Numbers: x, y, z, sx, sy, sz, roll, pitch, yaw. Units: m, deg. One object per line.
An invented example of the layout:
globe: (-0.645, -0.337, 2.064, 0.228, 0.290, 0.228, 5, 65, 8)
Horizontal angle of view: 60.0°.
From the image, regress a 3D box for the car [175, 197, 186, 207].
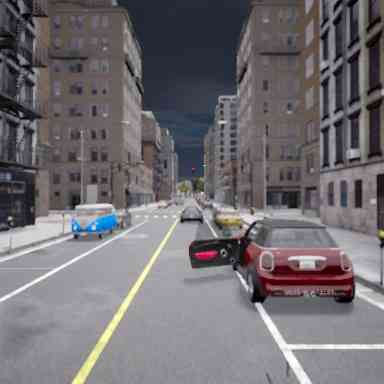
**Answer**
car: (-2.786, 2.457, 74.294, 1.837, 1.490, 4.892, 0, -1, 0)

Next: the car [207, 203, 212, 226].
car: (2.625, 1.932, 29.406, 2.008, 1.369, 4.403, 0, -1, 0)

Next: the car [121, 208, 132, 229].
car: (-5.401, 1.862, 23.996, 2.008, 1.369, 4.403, 0, -1, 0)

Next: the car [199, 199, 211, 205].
car: (2.610, 2.278, 56.280, 2.008, 1.369, 4.403, 0, -1, 0)

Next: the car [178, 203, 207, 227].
car: (-0.012, 1.937, 28.800, 1.994, 1.385, 4.181, 0, -1, 0)

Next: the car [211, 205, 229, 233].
car: (2.633, 1.839, 24.171, 1.752, 1.417, 4.829, 0, -1, 0)

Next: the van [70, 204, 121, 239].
van: (-5.400, 1.582, 18.593, 1.690, 1.788, 3.998, 0, -1, 0)

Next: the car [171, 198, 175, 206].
car: (-5.423, 2.511, 73.317, 1.947, 1.339, 4.313, 0, -1, 0)

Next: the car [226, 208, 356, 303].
car: (2.260, 1.465, 8.644, 2.097, 1.767, 4.553, 0, -1, 0)

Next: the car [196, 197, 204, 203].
car: (2.599, 2.457, 79.006, 1.967, 1.590, 4.097, 0, -1, 0)

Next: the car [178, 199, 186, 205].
car: (-2.793, 2.692, 89.897, 1.994, 1.385, 4.181, 0, -1, 0)

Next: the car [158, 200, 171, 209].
car: (-5.417, 2.323, 61.786, 1.752, 1.417, 4.829, 0, -1, 0)

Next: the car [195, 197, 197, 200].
car: (2.594, 2.476, 90.371, 2.192, 1.841, 5.009, 0, -1, 0)
